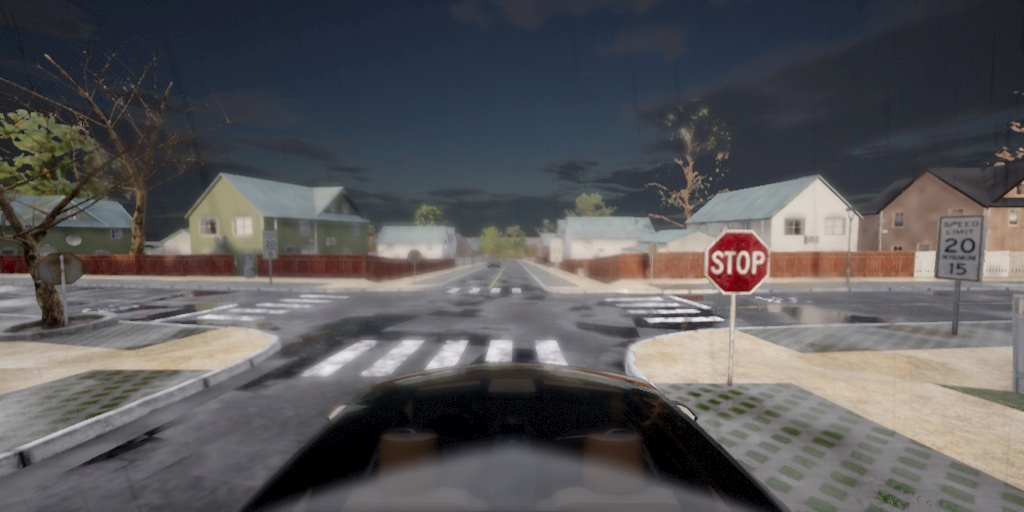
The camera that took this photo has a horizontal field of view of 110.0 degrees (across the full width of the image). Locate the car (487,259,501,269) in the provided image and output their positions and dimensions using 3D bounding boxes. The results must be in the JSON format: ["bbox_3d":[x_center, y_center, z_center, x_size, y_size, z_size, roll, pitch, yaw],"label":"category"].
[{"bbox_3d":[-2.709,1.188,54.673,1.837,1.490,4.892,0,-1,0],"label":"car"}]
